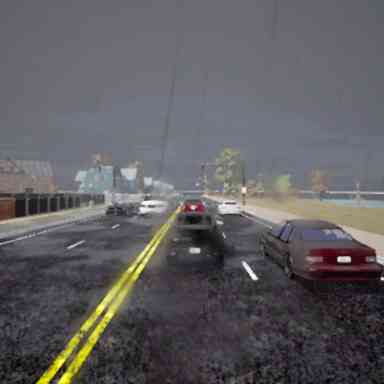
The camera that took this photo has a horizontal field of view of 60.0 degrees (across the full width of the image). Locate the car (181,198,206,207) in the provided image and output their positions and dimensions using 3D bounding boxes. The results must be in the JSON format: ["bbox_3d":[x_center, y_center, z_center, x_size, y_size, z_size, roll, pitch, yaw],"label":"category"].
[{"bbox_3d":[0.092,1.285,28.566,2.097,1.767,4.553,0,0,0],"label":"car"}]

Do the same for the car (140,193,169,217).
[{"bbox_3d":[-3.350,1.151,30.392,2.150,2.045,5.566,0,0,0],"label":"car"}]

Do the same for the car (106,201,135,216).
[{"bbox_3d":[-6.600,1.529,30.946,1.895,1.301,4.718,0,0,0],"label":"car"}]

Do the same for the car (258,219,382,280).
[{"bbox_3d":[3.344,1.521,9.819,2.033,1.411,5.357,0,0,0],"label":"car"}]

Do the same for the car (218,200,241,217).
[{"bbox_3d":[3.345,1.456,30.137,1.812,1.442,4.674,0,0,0],"label":"car"}]

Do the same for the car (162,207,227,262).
[{"bbox_3d":[0.092,1.471,12.007,1.837,1.490,4.892,0,-1,0],"label":"car"}]
